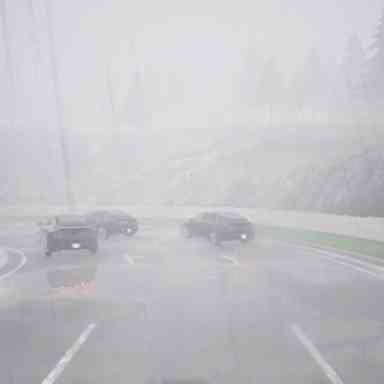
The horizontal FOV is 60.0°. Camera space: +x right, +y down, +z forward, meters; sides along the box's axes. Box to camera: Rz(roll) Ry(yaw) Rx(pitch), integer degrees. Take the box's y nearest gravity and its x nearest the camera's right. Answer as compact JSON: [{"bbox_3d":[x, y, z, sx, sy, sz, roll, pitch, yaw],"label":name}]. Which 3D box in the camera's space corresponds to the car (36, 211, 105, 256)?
[{"bbox_3d":[-5.304,1.686,14.011,1.837,1.490,4.892,3,-2,-29],"label":"car"}]

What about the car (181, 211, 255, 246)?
[{"bbox_3d":[1.138,1.723,16.797,1.837,1.490,4.892,2,-2,-28],"label":"car"}]

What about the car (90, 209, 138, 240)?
[{"bbox_3d":[-5.086,1.747,18.779,4.892,1.490,1.837,-1,-2,41],"label":"car"}]
